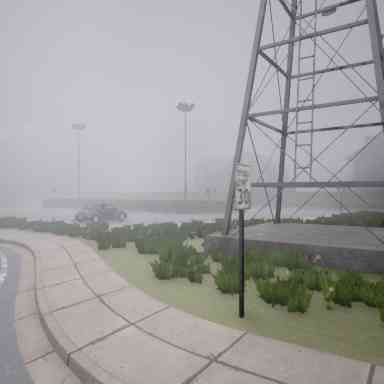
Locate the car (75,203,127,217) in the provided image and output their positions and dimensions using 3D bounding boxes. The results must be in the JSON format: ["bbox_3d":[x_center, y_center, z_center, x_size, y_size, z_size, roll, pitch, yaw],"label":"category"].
[{"bbox_3d":[-6.759,1.521,25.007,1.784,1.438,3.905,0,0,34],"label":"car"}]
